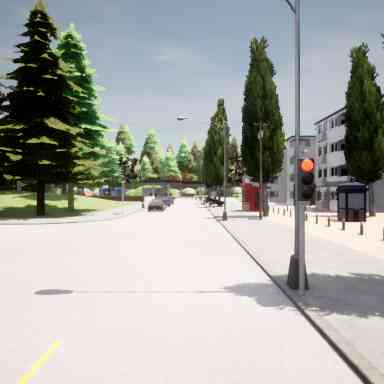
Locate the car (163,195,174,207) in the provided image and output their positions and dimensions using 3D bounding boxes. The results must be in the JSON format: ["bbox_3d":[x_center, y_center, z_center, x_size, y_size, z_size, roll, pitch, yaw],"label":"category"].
[{"bbox_3d":[-4.176,1.564,50.039,1.994,1.385,4.181,0,0,0],"label":"car"}]

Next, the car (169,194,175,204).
[{"bbox_3d":[-4.148,1.505,60.031,1.837,1.490,4.892,0,0,0],"label":"car"}]

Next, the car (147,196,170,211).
[{"bbox_3d":[-4.172,1.547,40.101,2.033,1.411,5.357,0,0,0],"label":"car"}]
